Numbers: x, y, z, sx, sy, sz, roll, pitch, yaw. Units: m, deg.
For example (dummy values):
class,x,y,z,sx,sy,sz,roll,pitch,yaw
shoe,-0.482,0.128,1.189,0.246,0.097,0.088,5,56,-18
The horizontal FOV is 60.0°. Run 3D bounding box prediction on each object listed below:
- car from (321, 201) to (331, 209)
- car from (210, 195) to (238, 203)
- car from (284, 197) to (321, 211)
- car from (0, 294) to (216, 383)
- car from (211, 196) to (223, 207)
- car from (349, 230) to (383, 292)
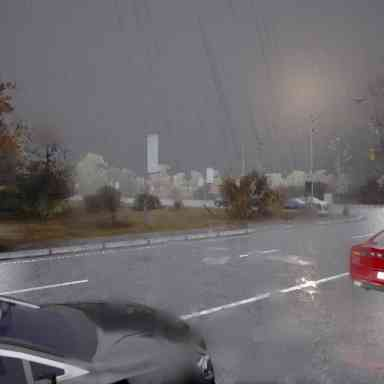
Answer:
class,x,y,z,sx,sy,sz,roll,pitch,yaw
car,13.888,1.288,39.163,1.812,1.442,4.674,-1,0,-39
car,5.810,1.259,60.703,2.033,1.411,5.357,-1,0,-39
car,11.102,1.339,37.010,2.033,1.411,5.357,-1,0,-39
car,-2.010,1.492,2.296,4.902,1.511,2.128,0,0,-36
car,5.044,1.302,44.560,1.837,1.490,4.892,-1,0,-39
car,5.705,1.447,7.814,5.008,1.535,1.882,0,0,-36
